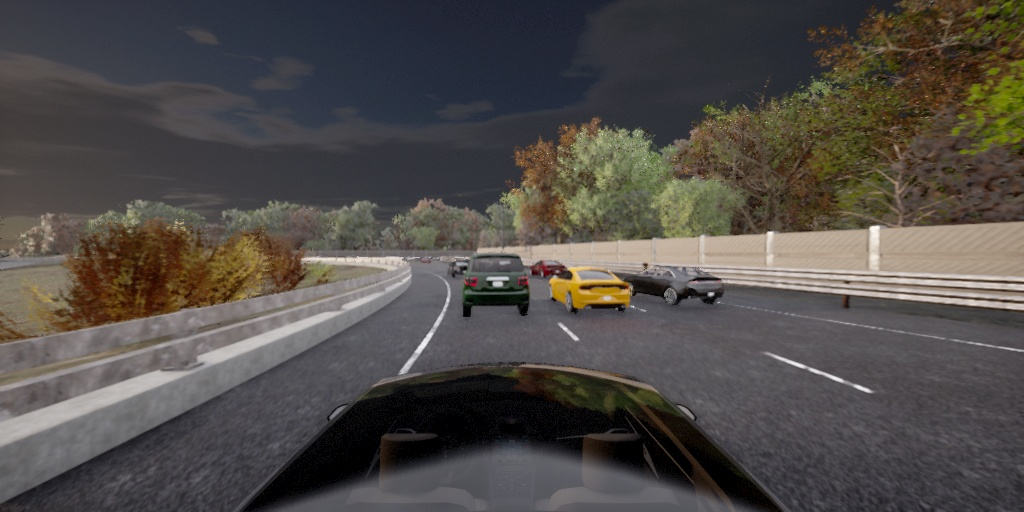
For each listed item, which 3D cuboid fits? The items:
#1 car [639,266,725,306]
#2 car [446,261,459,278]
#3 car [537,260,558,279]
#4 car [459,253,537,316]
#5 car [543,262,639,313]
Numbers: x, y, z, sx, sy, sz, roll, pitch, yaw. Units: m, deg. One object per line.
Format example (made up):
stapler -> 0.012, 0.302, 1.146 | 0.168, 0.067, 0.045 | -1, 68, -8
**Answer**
car -> 6.601, 1.149, 15.253 | 2.128, 1.511, 4.902 | 0, 0, -13
car -> -4.585, 1.117, 31.746 | 1.812, 1.442, 4.674 | 0, 0, -17
car -> 2.963, 1.055, 30.796 | 1.882, 1.535, 5.008 | 0, 0, -15
car -> -0.722, 0.907, 13.277 | 2.150, 2.045, 5.566 | 0, 0, -7
car -> 2.713, 1.153, 13.668 | 1.882, 1.535, 5.008 | 0, 0, -6
